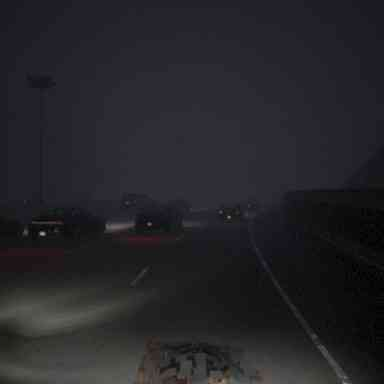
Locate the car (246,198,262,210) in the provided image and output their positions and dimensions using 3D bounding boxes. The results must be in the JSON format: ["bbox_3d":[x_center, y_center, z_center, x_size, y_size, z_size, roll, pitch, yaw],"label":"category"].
[{"bbox_3d":[7.620,1.502,42.343,1.812,1.442,4.674,0,0,19],"label":"car"}]

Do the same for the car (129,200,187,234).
[{"bbox_3d":[-1.763,1.456,19.202,1.882,1.535,5.008,0,0,9],"label":"car"}]

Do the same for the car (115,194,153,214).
[{"bbox_3d":[-5.593,1.177,35.127,2.150,2.045,5.566,0,0,15],"label":"car"}]

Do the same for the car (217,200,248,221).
[{"bbox_3d":[3.257,1.582,27.106,1.895,1.301,4.718,0,0,12],"label":"car"}]

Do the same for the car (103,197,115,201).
[{"bbox_3d":[-13.202,1.520,57.035,1.895,1.301,4.718,0,0,22],"label":"car"}]

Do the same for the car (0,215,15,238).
[{"bbox_3d":[-9.438,1.492,14.568,1.812,1.442,4.674,0,0,6],"label":"car"}]

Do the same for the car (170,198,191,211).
[{"bbox_3d":[-1.509,1.454,36.718,2.128,1.511,4.902,0,0,15],"label":"car"}]

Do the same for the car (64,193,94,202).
[{"bbox_3d":[-18.166,1.131,53.867,2.150,2.045,5.566,0,0,20],"label":"car"}]

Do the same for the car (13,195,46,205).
[{"bbox_3d":[-23.673,1.258,48.577,2.097,1.767,4.553,0,0,18],"label":"car"}]

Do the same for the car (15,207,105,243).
[{"bbox_3d":[-5.751,1.465,15.869,2.128,1.511,4.902,0,0,7],"label":"car"}]

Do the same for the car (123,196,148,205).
[{"bbox_3d":[-9.562,1.405,56.661,1.882,1.535,5.008,0,0,23],"label":"car"}]
